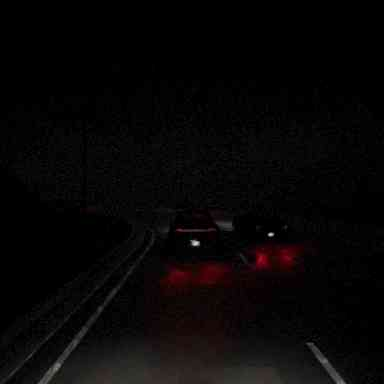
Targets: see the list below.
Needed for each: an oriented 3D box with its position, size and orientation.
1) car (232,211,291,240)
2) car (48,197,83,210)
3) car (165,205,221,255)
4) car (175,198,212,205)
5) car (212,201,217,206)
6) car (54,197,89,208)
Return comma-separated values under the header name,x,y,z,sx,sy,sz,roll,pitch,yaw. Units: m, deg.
name,x,y,z,sx,sy,sz,roll,pitch,yaw
car,3.339,1.601,17.007,1.895,1.301,4.718,0,0,-4
car,-16.139,1.545,43.108,5.357,1.411,2.033,0,0,28
car,-0.015,1.491,13.383,2.128,1.511,4.902,0,0,-3
car,-0.267,1.525,36.941,1.812,1.442,4.674,1,0,-35
car,1.103,1.525,40.997,1.812,1.442,4.674,1,-1,-38
car,-17.325,1.503,47.660,4.892,1.490,1.837,0,-3,28
